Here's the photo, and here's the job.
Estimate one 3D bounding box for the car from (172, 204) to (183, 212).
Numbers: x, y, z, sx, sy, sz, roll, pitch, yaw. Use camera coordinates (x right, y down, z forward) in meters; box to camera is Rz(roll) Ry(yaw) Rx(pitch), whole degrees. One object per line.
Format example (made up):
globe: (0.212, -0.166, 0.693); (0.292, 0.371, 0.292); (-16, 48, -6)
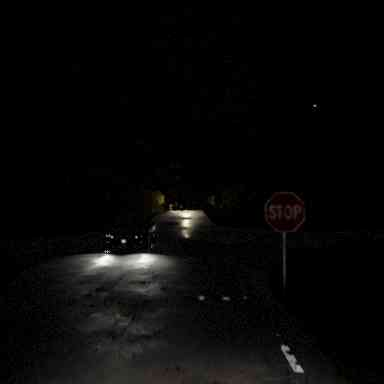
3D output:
car: (-2.740, 3.047, 63.877); (1.994, 1.385, 4.181); (0, -2, 0)

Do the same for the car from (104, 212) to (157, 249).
car: (-2.750, 1.767, 15.774); (1.837, 1.490, 4.892); (0, -1, 0)
